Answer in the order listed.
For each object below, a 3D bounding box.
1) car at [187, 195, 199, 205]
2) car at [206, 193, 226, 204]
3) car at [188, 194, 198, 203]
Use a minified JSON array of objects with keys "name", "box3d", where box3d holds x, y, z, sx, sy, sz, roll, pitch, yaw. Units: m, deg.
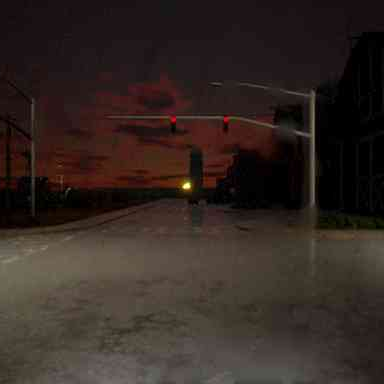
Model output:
[{"name":"car","box3d":[0.194,1.480,57.563,2.033,1.411,5.357,0,-1,1]},{"name":"car","box3d":[4.321,1.128,59.865,1.905,1.878,3.866,-8,3,-42]},{"name":"car","box3d":[0.179,1.333,67.303,2.097,1.767,4.553,0,0,0]}]
